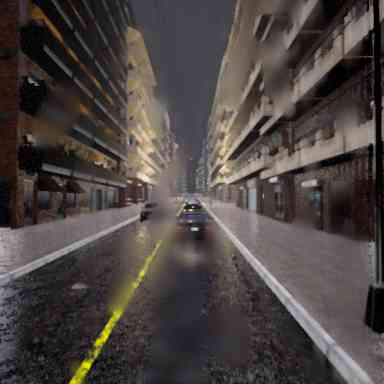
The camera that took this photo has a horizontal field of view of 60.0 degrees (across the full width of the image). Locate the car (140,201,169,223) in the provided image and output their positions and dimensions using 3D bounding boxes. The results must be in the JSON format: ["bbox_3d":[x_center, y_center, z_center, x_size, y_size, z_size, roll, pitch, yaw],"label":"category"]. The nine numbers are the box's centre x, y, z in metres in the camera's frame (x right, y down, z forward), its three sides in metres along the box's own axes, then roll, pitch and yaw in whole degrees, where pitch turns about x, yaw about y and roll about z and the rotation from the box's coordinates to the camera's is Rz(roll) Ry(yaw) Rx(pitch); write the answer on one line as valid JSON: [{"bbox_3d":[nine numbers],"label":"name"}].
[{"bbox_3d":[-2.839,1.483,25.808,1.882,1.535,5.008,0,0,0],"label":"car"}]

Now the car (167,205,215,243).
[{"bbox_3d":[0.105,1.553,16.014,2.033,1.411,5.357,0,0,0],"label":"car"}]

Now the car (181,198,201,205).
[{"bbox_3d":[0.111,1.562,37.404,1.994,1.385,4.181,0,0,0],"label":"car"}]

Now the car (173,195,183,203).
[{"bbox_3d":[-2.734,1.306,67.526,2.097,1.767,4.553,0,0,0],"label":"car"}]
